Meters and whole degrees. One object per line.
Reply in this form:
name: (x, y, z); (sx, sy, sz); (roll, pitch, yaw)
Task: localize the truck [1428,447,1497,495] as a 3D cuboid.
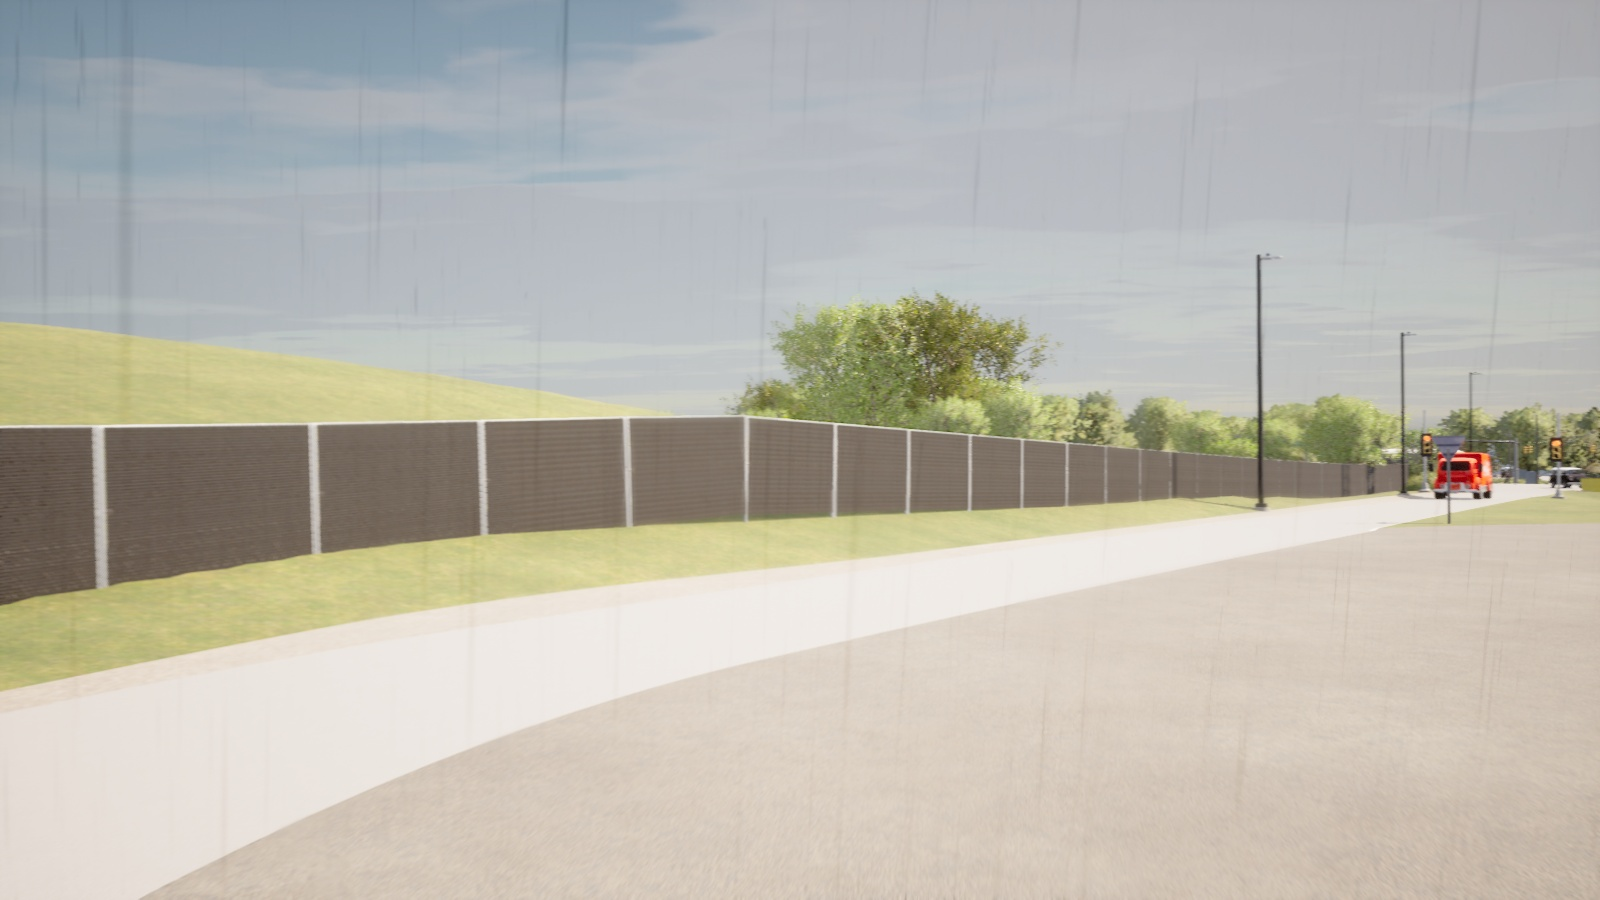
truck: (35.308, 1.101, 66.848); (2.627, 2.467, 5.204); (-1, -1, 35)
